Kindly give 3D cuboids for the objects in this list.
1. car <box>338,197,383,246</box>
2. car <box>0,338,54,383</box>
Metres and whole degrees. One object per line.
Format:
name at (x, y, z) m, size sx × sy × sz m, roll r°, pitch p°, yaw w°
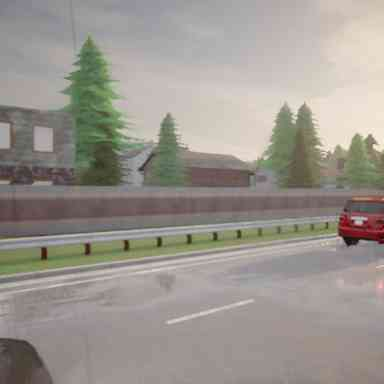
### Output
car at (8.457, 1.244, 14.078) m, size 5.566 × 2.045 × 2.150 m, roll 0°, pitch 0°, yaw -35°
car at (-3.345, 1.544, 1.359) m, size 5.357 × 1.411 × 2.033 m, roll 0°, pitch 0°, yaw -36°
